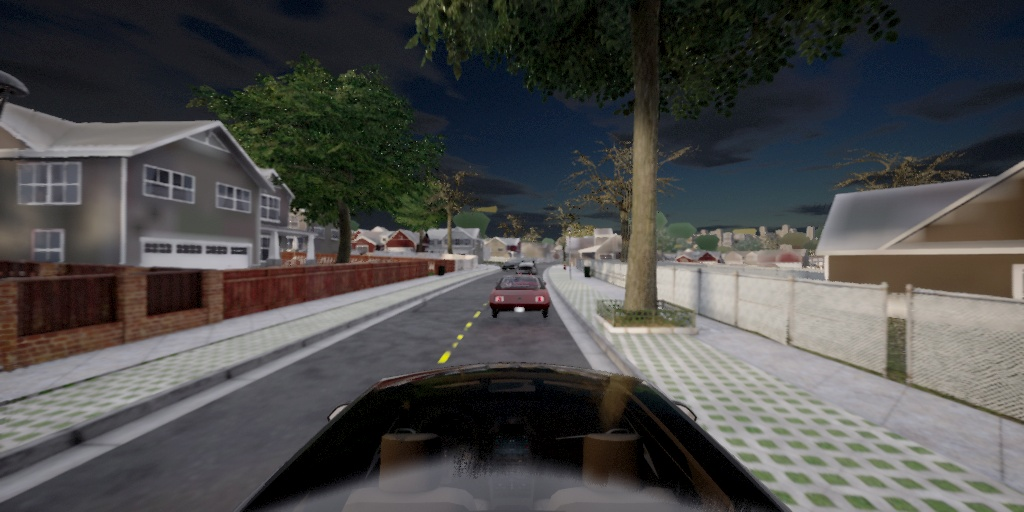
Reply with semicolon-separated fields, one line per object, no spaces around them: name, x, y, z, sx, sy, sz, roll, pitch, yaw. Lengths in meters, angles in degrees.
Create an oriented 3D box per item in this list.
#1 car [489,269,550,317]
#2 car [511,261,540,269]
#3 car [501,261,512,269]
car;0.324;1.326;13.039;1.895;1.301;4.718;0;0;2
car;1.228;1.212;29.373;1.837;1.490;4.892;0;0;5
car;-0.176;1.306;45.379;1.895;1.301;4.718;0;0;7
